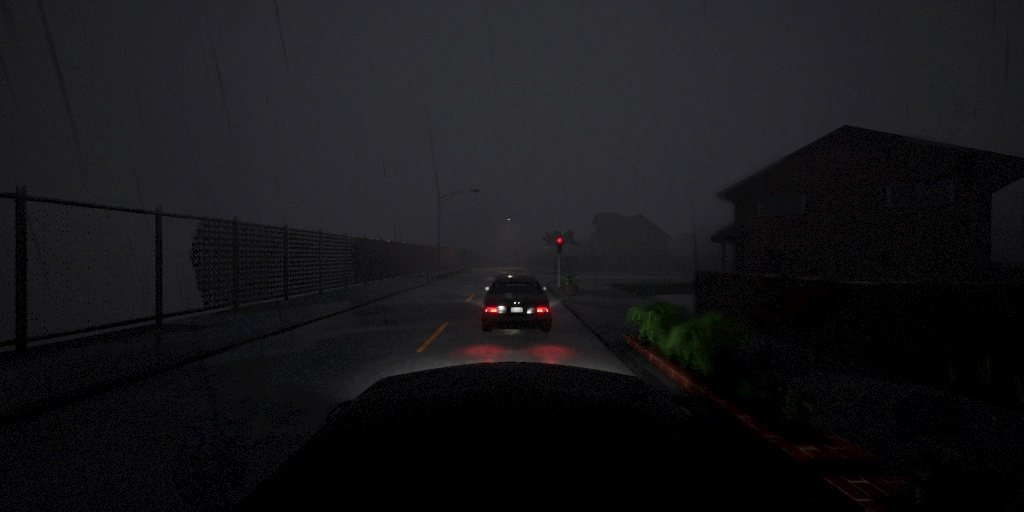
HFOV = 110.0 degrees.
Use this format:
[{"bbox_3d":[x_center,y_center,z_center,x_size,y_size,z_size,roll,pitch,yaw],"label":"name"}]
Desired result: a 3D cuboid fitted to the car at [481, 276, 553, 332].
[{"bbox_3d":[0.118,1.297,10.852,2.033,1.411,5.357,0,0,0],"label":"car"}]
